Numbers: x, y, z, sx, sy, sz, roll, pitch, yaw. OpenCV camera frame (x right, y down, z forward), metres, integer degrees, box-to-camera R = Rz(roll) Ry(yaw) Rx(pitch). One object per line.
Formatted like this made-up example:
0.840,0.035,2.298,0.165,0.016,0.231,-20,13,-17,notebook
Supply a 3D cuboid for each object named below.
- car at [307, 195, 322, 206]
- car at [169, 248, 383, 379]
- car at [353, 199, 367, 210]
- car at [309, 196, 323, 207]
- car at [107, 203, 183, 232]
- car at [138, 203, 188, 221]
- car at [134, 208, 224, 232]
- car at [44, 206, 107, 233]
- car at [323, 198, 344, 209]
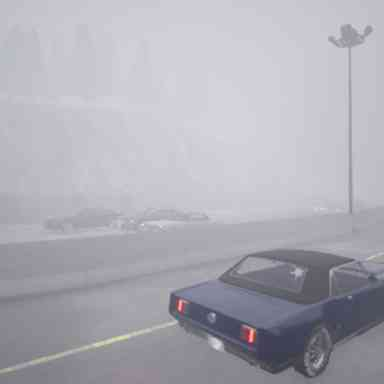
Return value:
25.116,1.686,67.371,2.150,2.045,5.566,0,-1,37,car
2.032,1.642,5.622,4.718,1.301,1.895,0,-1,-39,car
24.834,1.830,49.642,1.837,1.490,4.892,0,0,37,car
23.171,1.899,59.017,2.128,1.511,4.902,0,-1,38,car
-2.428,1.658,20.700,2.128,1.511,4.902,0,-1,45,car
-2.609,1.771,30.968,1.812,1.442,4.674,0,0,40,car
-0.457,1.740,17.689,4.718,1.301,1.895,0,-1,-45,car
-6.786,1.659,21.325,5.008,1.535,1.882,0,0,-44,car
22.651,1.880,52.552,1.812,1.442,4.674,0,0,38,car
